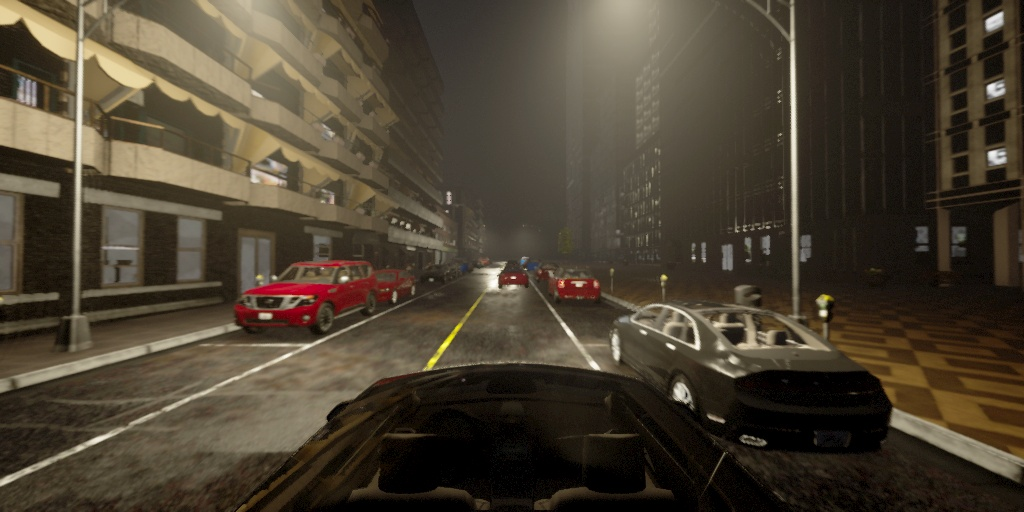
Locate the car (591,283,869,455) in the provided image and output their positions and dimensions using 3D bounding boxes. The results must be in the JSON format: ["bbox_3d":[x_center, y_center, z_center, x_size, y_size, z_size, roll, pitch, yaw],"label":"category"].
[{"bbox_3d":[2.690,1.302,5.211,2.007,1.370,4.403,0,0,0],"label":"car"}]

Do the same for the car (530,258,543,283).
[{"bbox_3d":[2.683,1.201,27.490,1.967,1.591,4.097,0,0,0],"label":"car"}]

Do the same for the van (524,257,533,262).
[{"bbox_3d":[2.678,1.111,44.200,1.690,1.789,3.998,0,0,0],"label":"van"}]

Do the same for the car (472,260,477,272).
[{"bbox_3d":[-5.703,1.295,44.028,1.751,1.417,4.829,0,0,0],"label":"car"}]

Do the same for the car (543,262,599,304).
[{"bbox_3d":[2.686,1.196,16.350,1.967,1.591,4.097,0,0,0],"label":"car"}]

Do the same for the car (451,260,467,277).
[{"bbox_3d":[-5.700,1.314,33.058,2.007,1.370,4.403,0,0,0],"label":"car"}]

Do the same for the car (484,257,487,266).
[{"bbox_3d":[-5.708,1.305,60.737,1.751,1.417,4.829,0,0,0],"label":"car"}]

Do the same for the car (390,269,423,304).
[{"bbox_3d":[-5.695,1.300,16.349,1.888,1.381,4.507,0,0,0],"label":"car"}]

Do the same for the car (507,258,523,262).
[{"bbox_3d":[0.086,1.277,47.217,1.837,1.490,4.892,0,0,0],"label":"car"}]

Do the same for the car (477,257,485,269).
[{"bbox_3d":[-5.706,1.327,55.336,2.007,1.370,4.403,0,0,0],"label":"car"}]

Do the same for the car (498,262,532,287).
[{"bbox_3d":[0.092,1.323,24.353,1.994,1.385,4.181,0,0,0],"label":"car"}]

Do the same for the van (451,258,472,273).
[{"bbox_3d":[-5.701,1.107,38.628,1.690,1.789,3.998,0,0,0],"label":"van"}]

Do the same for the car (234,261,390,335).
[{"bbox_3d":[-5.693,1.068,10.779,2.192,1.841,5.009,0,0,0],"label":"car"}]

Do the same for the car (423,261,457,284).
[{"bbox_3d":[-5.698,1.326,27.488,1.948,1.339,4.313,0,0,0],"label":"car"}]
